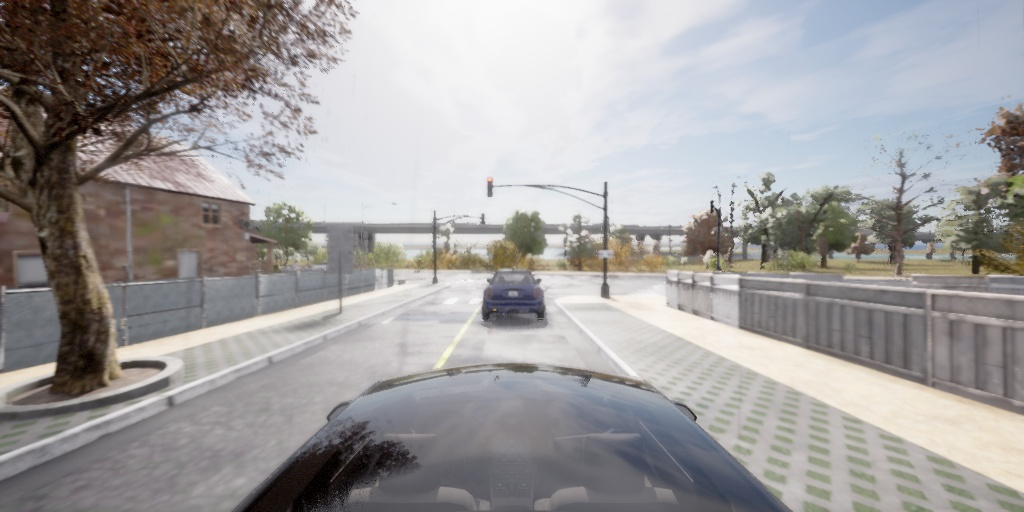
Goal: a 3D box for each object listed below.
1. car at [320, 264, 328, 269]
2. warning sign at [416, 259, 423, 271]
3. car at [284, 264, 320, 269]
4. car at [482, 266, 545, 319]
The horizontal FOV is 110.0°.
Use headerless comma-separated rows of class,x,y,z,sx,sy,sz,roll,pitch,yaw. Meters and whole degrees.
car,-26.973,2.232,52.572,4.718,1.301,1.895,-1,1,37
warning sign,-14.255,1.392,54.967,1.060,1.860,1.300,0,0,36
car,-29.810,2.218,50.610,4.902,1.511,2.128,-1,1,36
car,0.081,1.244,13.590,2.097,1.767,4.553,0,-1,1
